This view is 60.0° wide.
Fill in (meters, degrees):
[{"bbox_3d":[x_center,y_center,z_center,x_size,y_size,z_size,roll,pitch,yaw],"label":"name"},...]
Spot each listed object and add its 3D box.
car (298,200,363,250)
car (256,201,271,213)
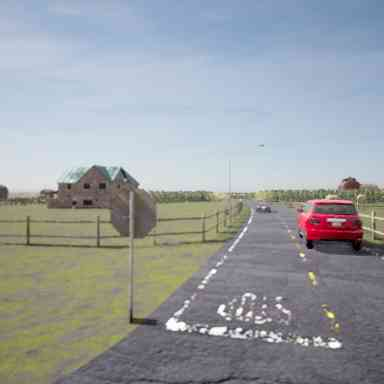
[{"bbox_3d":[6.261,1.377,15.523,2.150,2.045,5.566,0,-1,14],"label":"car"},{"bbox_3d":[9.538,1.898,44.439,2.128,1.511,4.902,0,-1,11],"label":"car"}]
